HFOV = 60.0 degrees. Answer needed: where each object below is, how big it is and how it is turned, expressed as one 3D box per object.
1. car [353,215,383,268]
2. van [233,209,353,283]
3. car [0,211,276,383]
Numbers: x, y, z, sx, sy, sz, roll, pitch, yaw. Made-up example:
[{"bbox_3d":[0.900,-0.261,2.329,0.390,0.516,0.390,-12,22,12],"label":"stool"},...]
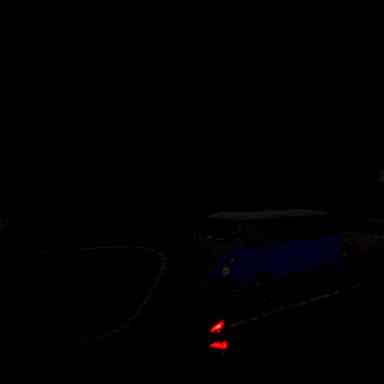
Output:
[{"bbox_3d":[6.370,1.497,11.196,4.829,1.417,1.752,0,0,-36],"label":"car"},{"bbox_3d":[1.919,1.326,8.021,3.998,1.788,1.690,0,0,-36],"label":"van"},{"bbox_3d":[-2.275,1.224,1.755,5.566,2.045,2.150,0,0,-36],"label":"car"}]
